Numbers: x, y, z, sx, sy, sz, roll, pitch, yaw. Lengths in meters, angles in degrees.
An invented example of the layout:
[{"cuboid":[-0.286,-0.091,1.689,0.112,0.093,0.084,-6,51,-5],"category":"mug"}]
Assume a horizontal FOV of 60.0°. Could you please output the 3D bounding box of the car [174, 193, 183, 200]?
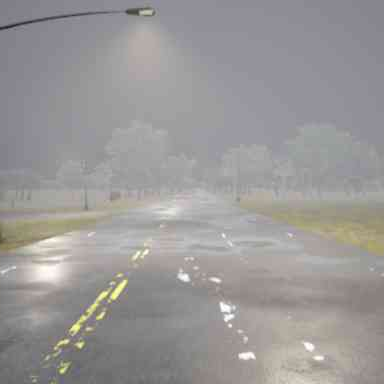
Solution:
[{"cuboid":[-3.154,0.955,79.021,2.097,1.767,4.553,0,1,1],"category":"car"}]
